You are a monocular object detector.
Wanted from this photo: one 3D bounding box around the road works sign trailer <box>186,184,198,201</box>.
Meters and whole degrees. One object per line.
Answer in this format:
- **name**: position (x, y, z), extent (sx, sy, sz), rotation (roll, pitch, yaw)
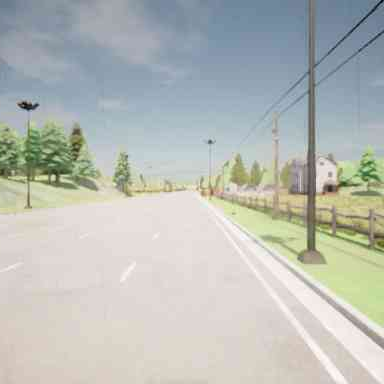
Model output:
- **road works sign trailer**: position (-0.004, 0.022, 71.919), extent (2.380, 3.560, 2.880), rotation (0, 0, 0)
